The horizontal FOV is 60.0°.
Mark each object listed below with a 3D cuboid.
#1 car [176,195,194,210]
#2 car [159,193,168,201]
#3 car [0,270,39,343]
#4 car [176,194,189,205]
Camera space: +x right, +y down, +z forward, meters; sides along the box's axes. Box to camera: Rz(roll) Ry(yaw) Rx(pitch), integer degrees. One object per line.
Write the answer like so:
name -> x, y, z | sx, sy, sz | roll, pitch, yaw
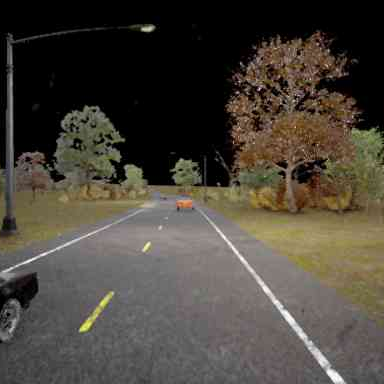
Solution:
car -> -0.871, 1.323, 42.591 | 2.097, 1.767, 4.553 | 0, 0, -2
car -> -6.842, 1.496, 80.351 | 1.895, 1.301, 4.718 | 0, 0, -4
car -> -3.620, 1.603, 3.655 | 1.895, 1.301, 4.718 | 0, 0, 0
car -> -1.744, 1.299, 59.321 | 2.097, 1.767, 4.553 | 0, 0, -4
